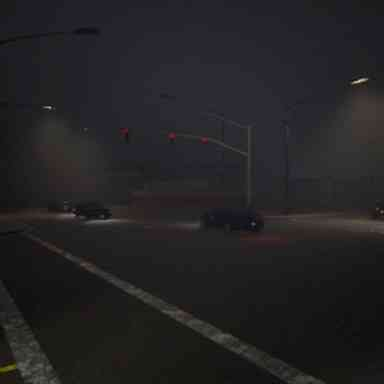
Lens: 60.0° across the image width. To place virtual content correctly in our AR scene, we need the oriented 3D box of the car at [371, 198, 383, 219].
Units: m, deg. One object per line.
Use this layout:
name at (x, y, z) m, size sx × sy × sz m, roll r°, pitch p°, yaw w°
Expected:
car at (17.662, 1.269, 28.682) m, size 5.566 × 2.045 × 2.150 m, roll 0°, pitch 0°, yaw -37°

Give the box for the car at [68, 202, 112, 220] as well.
car at (-8.974, 1.602, 29.556) m, size 2.033 × 1.411 × 5.357 m, roll 0°, pitch 0°, yaw -37°

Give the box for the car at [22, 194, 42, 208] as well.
car at (-23.913, 1.274, 49.696) m, size 2.150 × 2.045 × 5.566 m, roll 0°, pitch 0°, yaw -36°

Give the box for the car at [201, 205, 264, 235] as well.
car at (2.189, 1.509, 19.485) m, size 1.882 × 1.535 × 5.008 m, roll 1°, pitch 0°, yaw -23°

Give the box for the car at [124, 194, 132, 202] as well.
car at (-12.944, 1.338, 74.917) m, size 4.611 × 1.667 × 2.242 m, roll 0°, pitch 0°, yaw -35°

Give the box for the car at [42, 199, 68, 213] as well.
car at (-14.994, 1.545, 37.661) m, size 2.128 × 1.511 × 4.902 m, roll 0°, pitch 0°, yaw -37°
